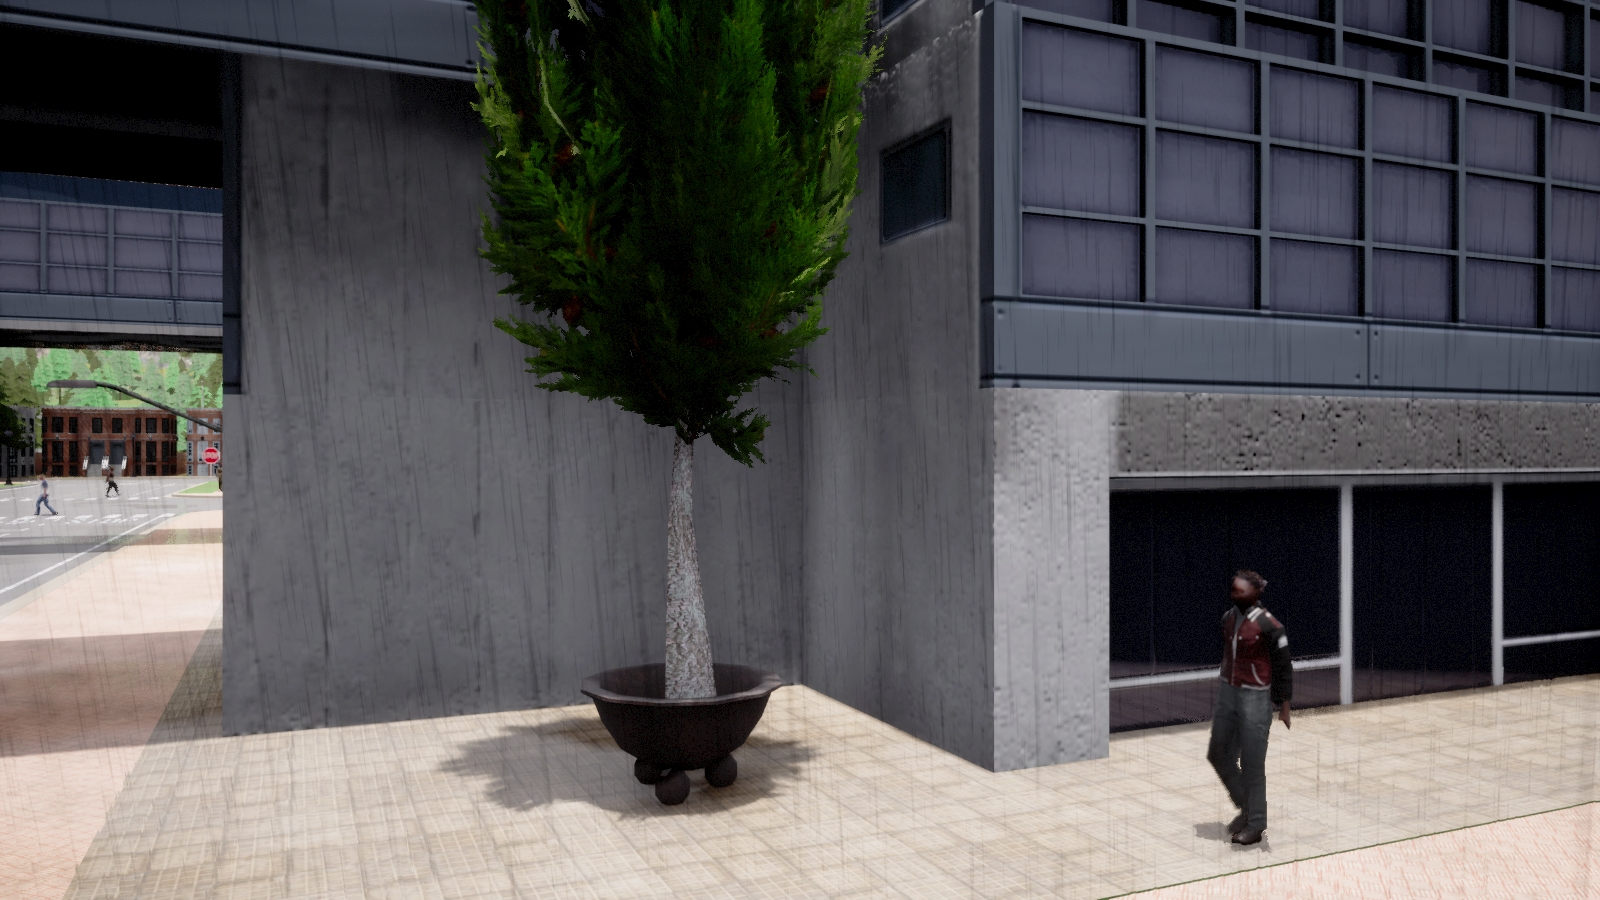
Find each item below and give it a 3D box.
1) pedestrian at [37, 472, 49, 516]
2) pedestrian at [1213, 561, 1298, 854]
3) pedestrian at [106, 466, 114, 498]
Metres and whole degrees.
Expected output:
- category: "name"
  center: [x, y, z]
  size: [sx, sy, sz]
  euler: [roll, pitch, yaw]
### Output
- category: "pedestrian"
  center: [-31.900, 1.848, 48.134]
  size: [0.375, 1.860, 0.375]
  euler: [0, 0, -24]
- category: "pedestrian"
  center: [3.059, 1.698, 7.679]
  size: [0.375, 1.860, 0.375]
  euler: [0, 0, -29]
- category: "pedestrian"
  center: [-40.004, 1.837, 66.253]
  size: [0.375, 1.860, 0.375]
  euler: [0, 0, -24]
